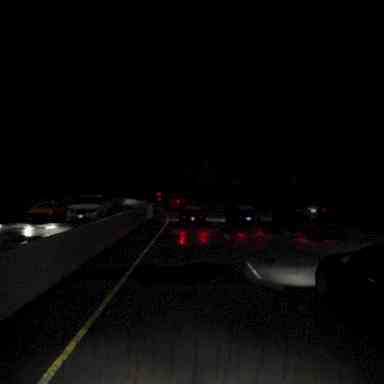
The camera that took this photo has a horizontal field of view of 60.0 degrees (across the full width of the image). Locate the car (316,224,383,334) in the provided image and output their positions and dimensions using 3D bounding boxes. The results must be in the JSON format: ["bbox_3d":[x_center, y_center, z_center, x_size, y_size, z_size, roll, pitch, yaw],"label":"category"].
[{"bbox_3d":[3.600,1.516,5.337,1.812,1.442,4.674,0,0,0],"label":"car"}]

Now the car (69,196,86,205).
[{"bbox_3d":[-22.300,1.599,64.713,2.128,1.511,4.902,0,0,-30],"label":"car"}]

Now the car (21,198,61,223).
[{"bbox_3d":[-10.870,1.453,25.552,1.882,1.535,5.008,0,0,-4],"label":"car"}]

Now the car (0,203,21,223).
[{"bbox_3d":[-14.361,1.539,25.014,1.994,1.385,4.181,0,0,-4],"label":"car"}]

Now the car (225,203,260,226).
[{"bbox_3d":[3.468,1.498,23.175,1.812,1.442,4.674,0,0,-2],"label":"car"}]

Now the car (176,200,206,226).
[{"bbox_3d":[-0.035,1.499,23.142,1.812,1.442,4.674,0,0,-2],"label":"car"}]

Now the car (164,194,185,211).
[{"bbox_3d":[-2.146,1.202,40.796,2.150,2.045,5.566,0,0,-12],"label":"car"}]

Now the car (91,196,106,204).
[{"bbox_3d":[-18.063,1.558,64.168,1.837,1.490,4.892,0,0,-27],"label":"car"}]

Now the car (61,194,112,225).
[{"bbox_3d":[-7.275,1.195,24.070,2.150,2.045,5.566,0,0,-3],"label":"car"}]

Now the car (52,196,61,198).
[{"bbox_3d":[-26.339,1.562,64.631,1.882,1.535,5.008,0,0,-30],"label":"car"}]

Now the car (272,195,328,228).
[{"bbox_3d":[7.020,1.194,22.082,2.150,2.045,5.566,0,0,-1],"label":"car"}]
